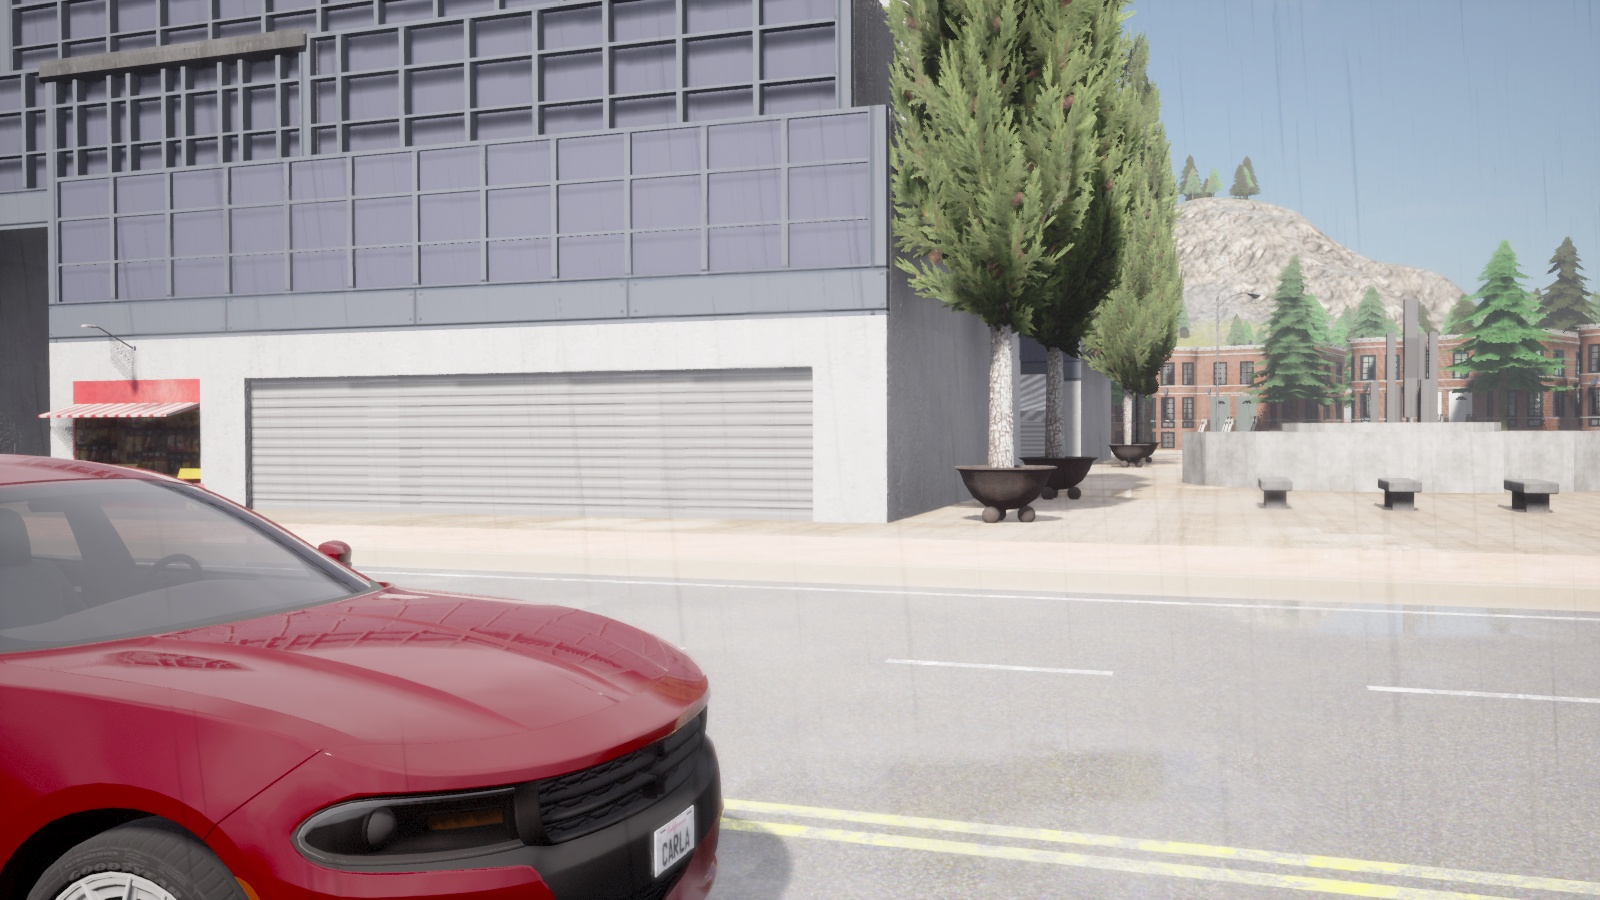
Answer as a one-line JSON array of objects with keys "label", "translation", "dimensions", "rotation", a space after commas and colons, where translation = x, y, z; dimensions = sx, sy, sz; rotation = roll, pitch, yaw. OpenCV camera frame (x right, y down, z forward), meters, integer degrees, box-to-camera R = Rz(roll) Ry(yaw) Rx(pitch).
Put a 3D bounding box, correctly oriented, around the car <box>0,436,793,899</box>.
[{"label": "car", "translation": [-2.701, 0.729, 4.093], "dimensions": [5.008, 1.535, 1.882], "rotation": [1, 1, 19]}]
